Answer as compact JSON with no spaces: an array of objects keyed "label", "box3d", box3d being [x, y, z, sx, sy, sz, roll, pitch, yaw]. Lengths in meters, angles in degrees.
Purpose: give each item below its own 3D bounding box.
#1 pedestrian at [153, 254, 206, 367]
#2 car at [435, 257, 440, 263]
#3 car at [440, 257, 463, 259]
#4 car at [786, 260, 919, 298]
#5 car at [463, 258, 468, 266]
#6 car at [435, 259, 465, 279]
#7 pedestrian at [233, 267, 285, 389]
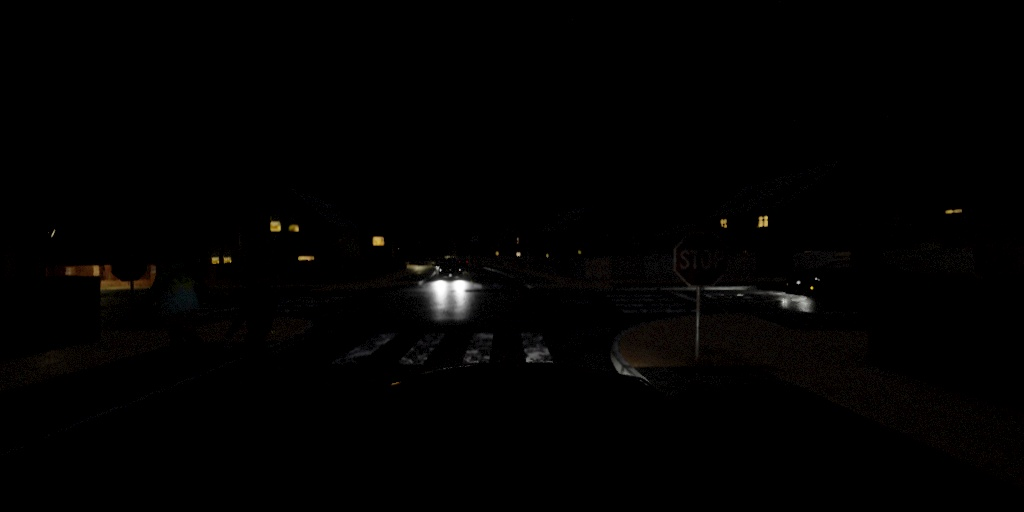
[{"label":"pedestrian","box3d":[-5.476,0.853,5.903,0.375,1.860,0.375,-1,2,-1]},{"label":"car","box3d":[-12.078,0.959,61.321,1.837,1.490,4.892,0,0,-17]},{"label":"car","box3d":[-7.202,1.063,42.002,1.994,1.385,4.181,0,0,-12]},{"label":"car","box3d":[13.712,0.860,14.490,4.181,1.385,1.994,-1,2,5]},{"label":"car","box3d":[-8.402,0.982,58.765,2.033,1.411,5.357,0,0,-17]},{"label":"car","box3d":[-4.991,1.150,29.438,1.895,1.301,4.718,0,0,-8]},{"label":"pedestrian","box3d":[-3.704,1.010,5.251,0.375,1.860,0.375,-1,2,-1]}]
